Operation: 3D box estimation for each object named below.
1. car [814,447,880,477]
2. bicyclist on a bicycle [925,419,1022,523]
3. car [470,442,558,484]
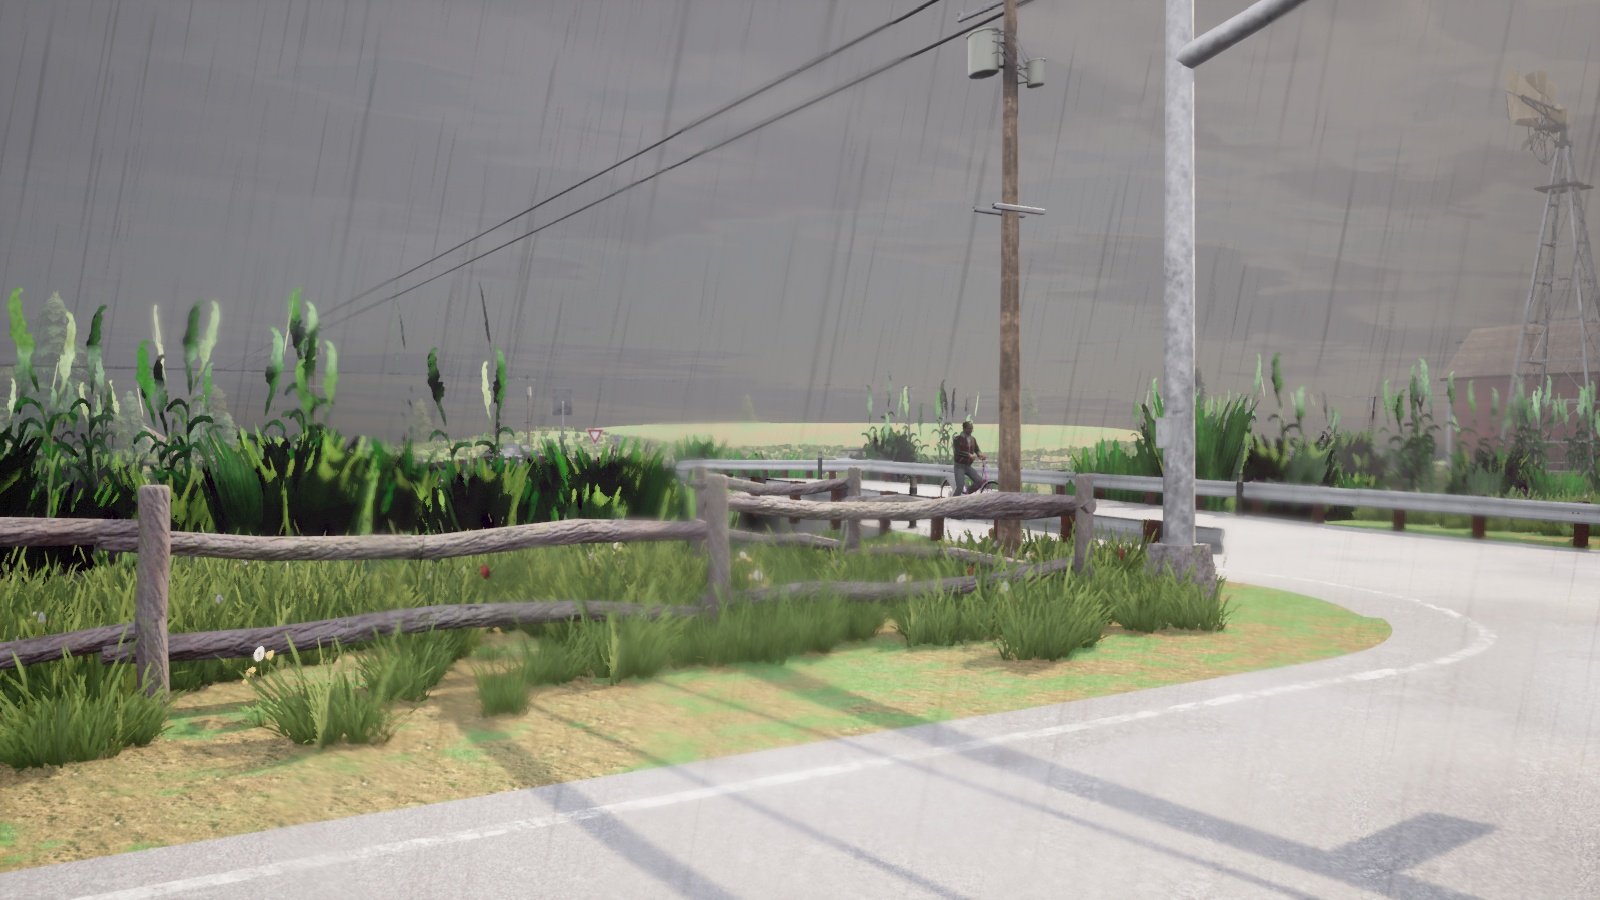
[{"bbox_3d":[3.011,0.765,80.229,3.866,1.878,1.905,0,0,-32],"label":"car"},{"bbox_3d":[3.128,0.348,22.816,0.659,1.776,1.843,0,2,-32],"label":"bicyclist on a bicycle"},{"bbox_3d":[-10.504,0.492,45.881,1.994,1.385,4.181,0,-2,-30],"label":"car"}]
